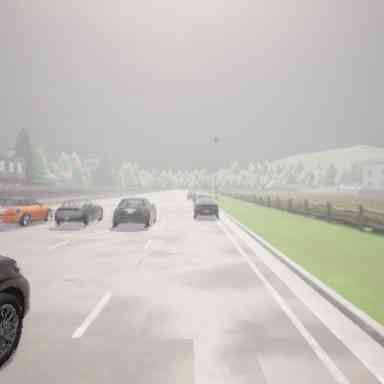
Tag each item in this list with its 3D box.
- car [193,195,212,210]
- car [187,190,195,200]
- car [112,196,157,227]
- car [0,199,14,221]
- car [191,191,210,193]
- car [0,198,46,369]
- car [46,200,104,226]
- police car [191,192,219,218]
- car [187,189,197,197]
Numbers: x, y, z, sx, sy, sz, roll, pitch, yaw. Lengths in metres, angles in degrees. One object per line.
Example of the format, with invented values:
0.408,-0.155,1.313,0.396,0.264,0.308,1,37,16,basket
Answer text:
1.052,1.066,35.992,1.837,1.490,4.892,0,1,0,car
0.003,0.733,62.221,2.128,1.511,4.902,0,1,0,car
-3.399,1.101,20.436,2.097,1.767,4.553,0,1,0,car
-13.911,1.257,22.001,1.812,1.442,4.674,0,1,0,car
1.052,0.993,41.991,1.837,1.490,4.892,0,1,0,car
-3.400,1.191,2.413,2.150,2.045,5.566,0,1,0,car
-6.897,1.238,20.773,2.128,1.511,4.902,0,1,0,car
1.051,1.106,26.101,1.930,1.638,5.238,0,1,0,police car
0.004,0.254,77.186,2.097,1.767,4.553,0,1,0,car
